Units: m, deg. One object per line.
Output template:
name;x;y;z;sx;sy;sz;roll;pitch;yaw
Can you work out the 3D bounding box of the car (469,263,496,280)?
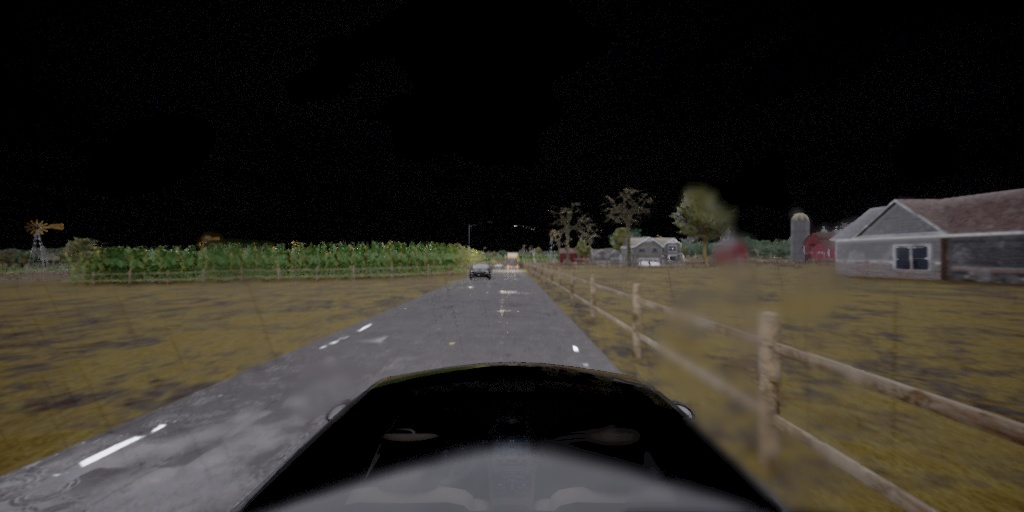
car;-2.840;1.380;33.409;1.882;1.535;5.008;0;-1;0
